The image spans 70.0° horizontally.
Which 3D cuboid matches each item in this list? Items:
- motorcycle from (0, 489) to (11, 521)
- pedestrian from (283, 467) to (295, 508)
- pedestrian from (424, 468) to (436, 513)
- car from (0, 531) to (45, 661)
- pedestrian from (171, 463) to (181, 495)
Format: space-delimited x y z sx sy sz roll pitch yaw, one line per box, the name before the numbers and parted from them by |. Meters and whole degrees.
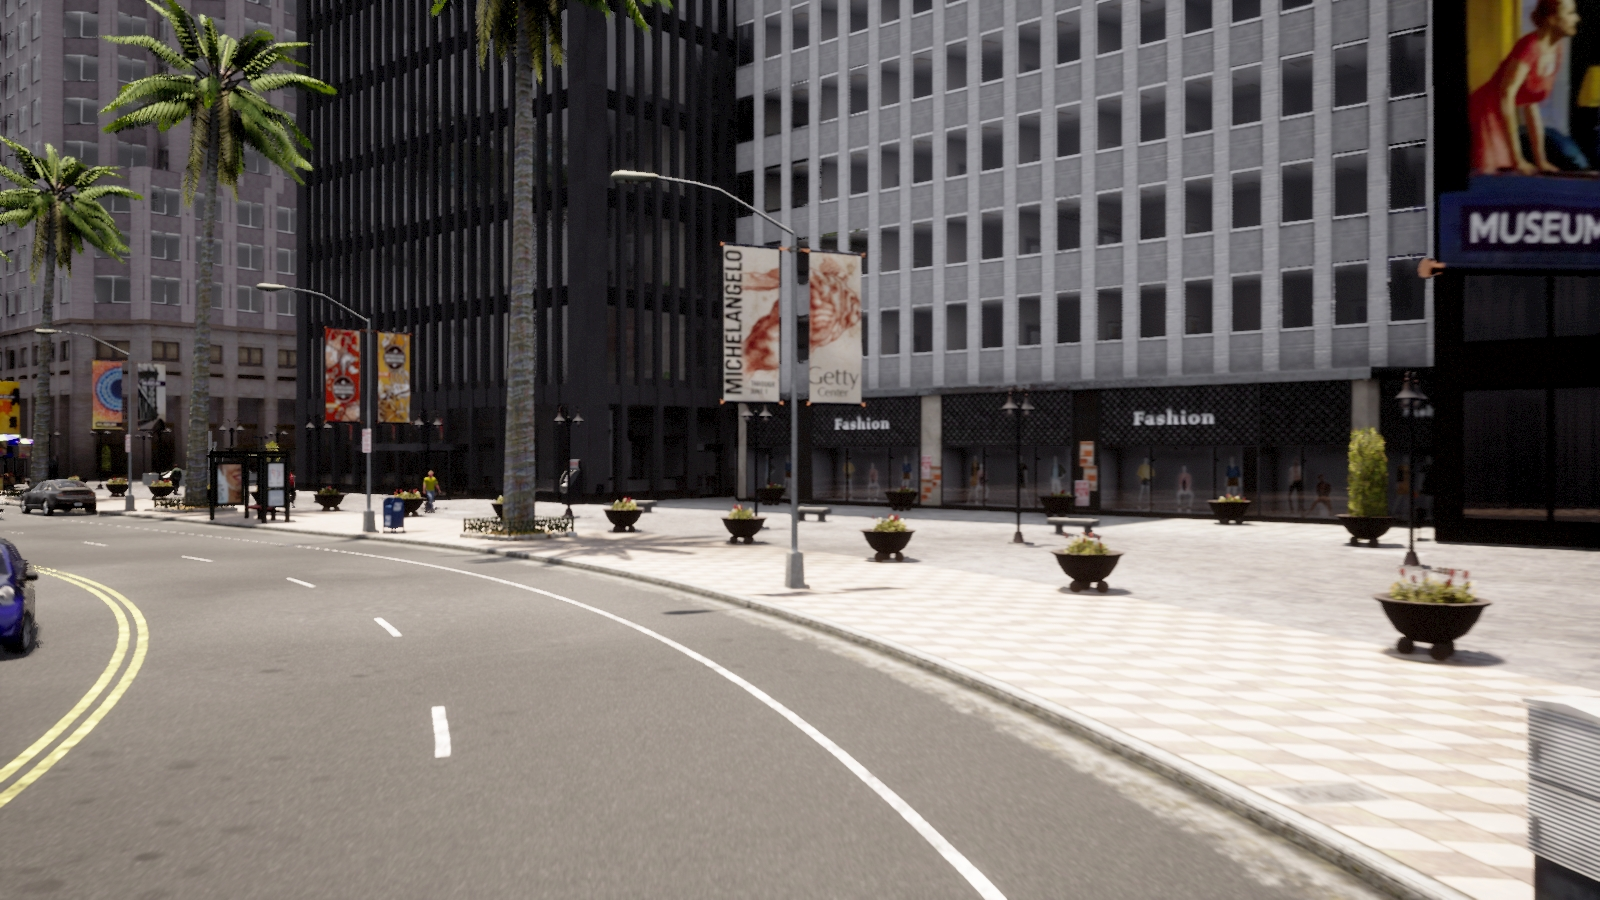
motorcycle | -32.999 2.216 46.517 2.209 1.251 0.867 0 0 40
pedestrian | -23.493 1.704 52.529 0.375 1.860 0.375 0 0 15
pedestrian | -15.546 1.709 48.024 0.375 1.860 0.375 0 0 -41
car | -11.990 2.042 16.359 1.845 1.501 3.633 0 0 -32
pedestrian | -36.676 1.719 67.152 0.375 1.860 0.375 0 0 41
